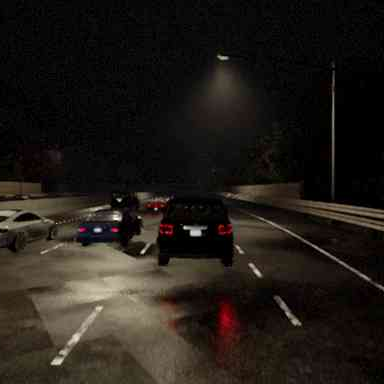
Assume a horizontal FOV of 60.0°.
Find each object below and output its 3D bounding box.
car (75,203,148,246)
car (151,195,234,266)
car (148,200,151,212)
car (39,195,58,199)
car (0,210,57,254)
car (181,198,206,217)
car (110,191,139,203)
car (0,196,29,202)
[{"bbox_3d":[-3.396,1.410,14.502,2.033,1.411,5.357,0,1,0],"label":"car"},{"bbox_3d":[0.100,1.116,11.298,2.150,2.045,5.566,0,1,0],"label":"car"},{"bbox_3d":[-3.393,1.296,33.648,1.895,1.301,4.718,0,0,0],"label":"car"},{"bbox_3d":[-17.581,1.160,40.910,1.812,1.442,4.674,0,0,0],"label":"car"},{"bbox_3d":[-6.898,1.404,12.861,1.812,1.442,4.674,0,1,0],"label":"car"},{"bbox_3d":[0.105,1.278,29.512,2.033,1.411,5.357,0,1,0],"label":"car"},{"bbox_3d":[-6.898,0.911,34.319,2.150,2.045,5.566,0,0,0],"label":"car"},{"bbox_3d":[-21.081,1.208,39.795,1.994,1.385,4.181,0,0,0],"label":"car"}]
